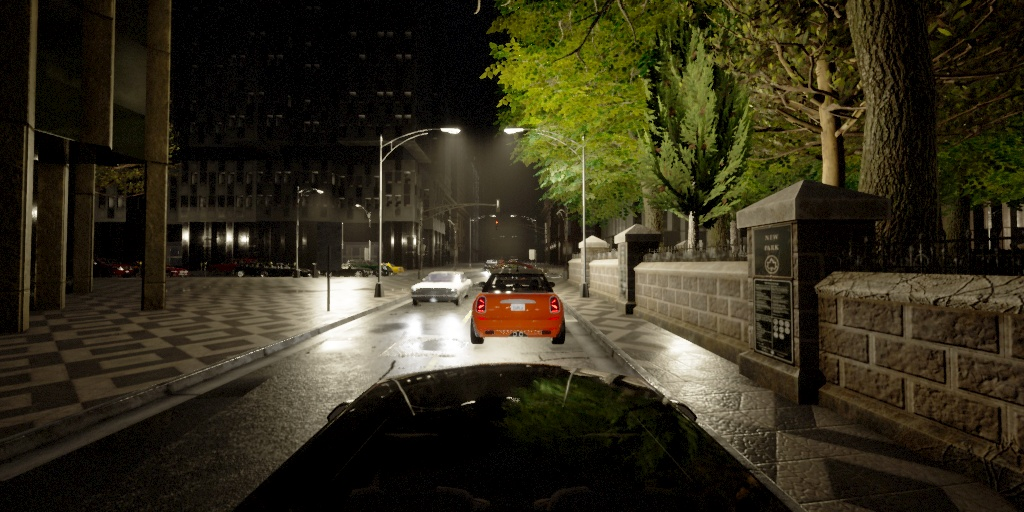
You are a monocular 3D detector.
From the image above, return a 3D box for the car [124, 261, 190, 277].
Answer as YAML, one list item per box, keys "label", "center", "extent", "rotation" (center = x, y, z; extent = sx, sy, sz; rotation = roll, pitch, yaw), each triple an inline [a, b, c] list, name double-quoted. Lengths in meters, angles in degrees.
- label: "car"
  center: [-31.036, 1.320, 31.674]
  extent: [4.207, 1.307, 1.802]
  rotation: [0, 0, 1]

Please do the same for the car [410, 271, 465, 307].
- label: "car"
  center: [-2.937, 1.361, 15.660]
  extent: [1.895, 1.301, 4.718]
  rotation: [0, 0, 0]

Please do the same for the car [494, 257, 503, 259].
- label: "car"
  center: [-2.860, 1.325, 50.787]
  extent: [2.128, 1.511, 4.902]
  rotation: [0, 0, 0]

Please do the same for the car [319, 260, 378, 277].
- label: "car"
  center: [-14.498, 1.267, 31.504]
  extent: [4.403, 1.370, 2.007]
  rotation: [0, 0, 1]

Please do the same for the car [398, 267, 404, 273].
- label: "car"
  center: [-14.589, 1.425, 40.028]
  extent: [4.829, 1.417, 1.751]
  rotation: [0, 0, 1]

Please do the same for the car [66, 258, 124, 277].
- label: "car"
  center: [-36.549, 1.061, 31.731]
  extent: [5.009, 1.841, 2.192]
  rotation: [0, 0, 1]

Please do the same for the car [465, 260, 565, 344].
- label: "car"
  center: [0.132, 1.107, 9.723]
  extent: [2.097, 1.767, 4.553]
  rotation: [0, 0, 0]

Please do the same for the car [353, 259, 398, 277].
- label: "car"
  center: [-13.728, 1.125, 34.176]
  extent: [4.553, 1.767, 2.097]
  rotation: [0, -1, 0]

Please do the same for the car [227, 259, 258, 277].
- label: "car"
  center: [-23.873, 1.291, 34.279]
  extent: [4.892, 1.490, 1.837]
  rotation: [0, -1, 0]

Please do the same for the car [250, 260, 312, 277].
- label: "car"
  center: [-20.011, 1.289, 31.561]
  extent: [4.313, 1.339, 1.948]
  rotation: [0, 0, 1]

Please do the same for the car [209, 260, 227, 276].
- label: "car"
  center: [-30.956, 1.237, 40.197]
  extent: [5.009, 1.841, 2.192]
  rotation: [0, 0, 1]
